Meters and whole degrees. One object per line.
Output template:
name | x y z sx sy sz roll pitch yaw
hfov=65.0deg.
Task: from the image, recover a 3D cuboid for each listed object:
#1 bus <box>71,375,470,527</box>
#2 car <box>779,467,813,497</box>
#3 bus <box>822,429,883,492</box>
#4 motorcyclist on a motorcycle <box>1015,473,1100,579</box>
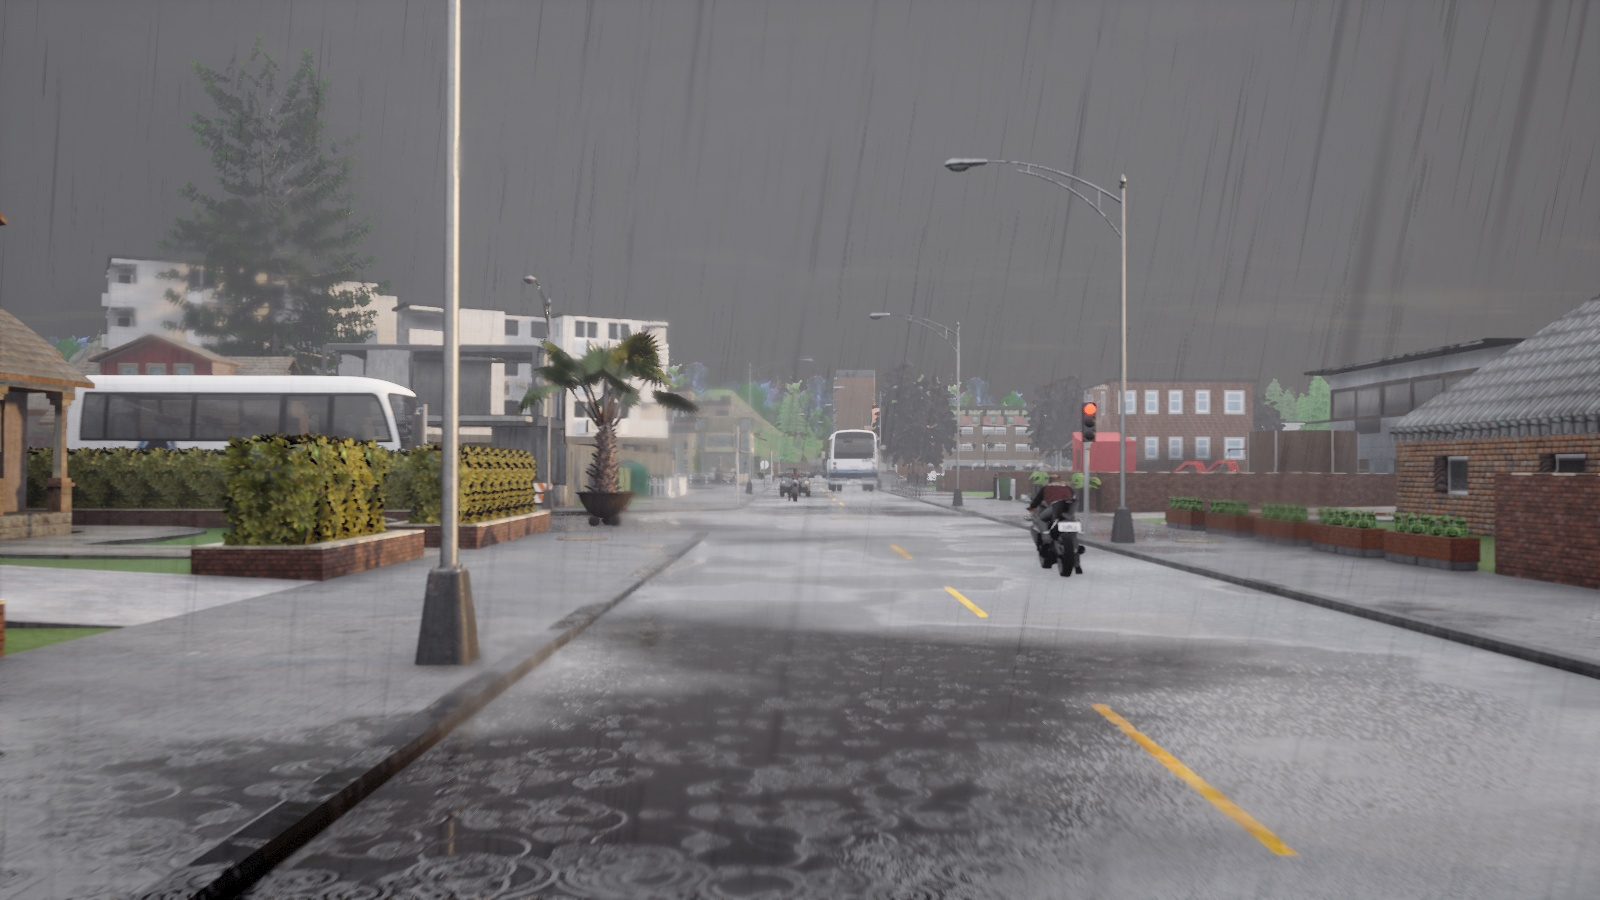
bus | -15.514 0.061 37.525 10.273 4.253 3.944 0 -1 0
car | -0.242 1.778 71.020 1.851 1.617 3.988 0 -1 0
bus | 3.690 0.786 90.872 3.944 4.253 10.273 0 -1 0
motorcyclist on a motorcycle | 3.914 1.121 19.267 0.866 1.530 2.191 0 -1 1
